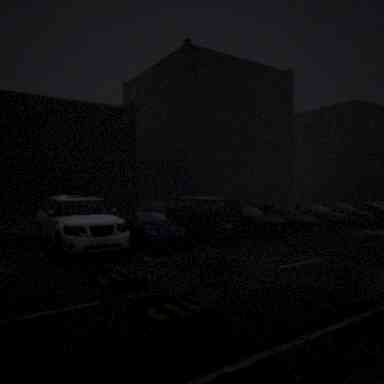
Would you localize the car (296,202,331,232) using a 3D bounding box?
[{"bbox_3d":[4.856,1.415,18.630,2.163,1.488,4.792,0,0,-34],"label":"car"}]

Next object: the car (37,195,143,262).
[{"bbox_3d":[-4.247,1.160,12.406,2.435,2.045,5.566,0,1,-34],"label":"car"}]

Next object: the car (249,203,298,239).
[{"bbox_3d":[2.562,1.386,17.104,2.097,1.535,5.008,0,0,-34],"label":"car"}]

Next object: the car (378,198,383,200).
[{"bbox_3d":[11.668,1.404,23.318,2.097,1.535,5.008,0,0,-34],"label":"car"}]

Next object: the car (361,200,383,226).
[{"bbox_3d":[9.387,1.395,21.771,2.231,1.521,4.892,0,0,-34],"label":"car"}]

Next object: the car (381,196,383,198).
[{"bbox_3d":[16.201,1.183,26.458,2.435,2.045,5.566,0,0,-34],"label":"car"}]

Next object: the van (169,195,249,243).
[{"bbox_3d":[0.325,1.164,15.707,1.878,1.987,4.442,0,0,-34],"label":"van"}]

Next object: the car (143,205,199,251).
[{"bbox_3d":[-1.987,1.440,13.991,2.002,1.452,4.674,0,0,-34],"label":"car"}]

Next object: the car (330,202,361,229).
[{"bbox_3d":[7.111,1.389,20.216,2.231,1.521,4.892,0,0,-34],"label":"car"}]
